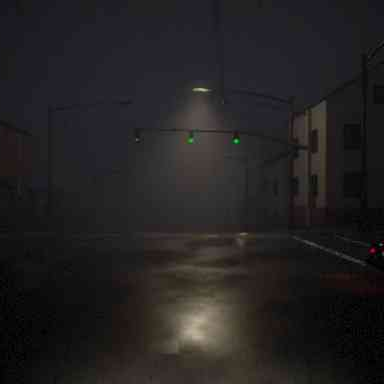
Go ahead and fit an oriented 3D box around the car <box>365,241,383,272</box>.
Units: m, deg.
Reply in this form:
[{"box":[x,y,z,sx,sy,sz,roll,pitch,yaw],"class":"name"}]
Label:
[{"box":[7.549,1.686,8.768,5.357,1.411,2.033,0,-1,-2],"class":"car"}]
